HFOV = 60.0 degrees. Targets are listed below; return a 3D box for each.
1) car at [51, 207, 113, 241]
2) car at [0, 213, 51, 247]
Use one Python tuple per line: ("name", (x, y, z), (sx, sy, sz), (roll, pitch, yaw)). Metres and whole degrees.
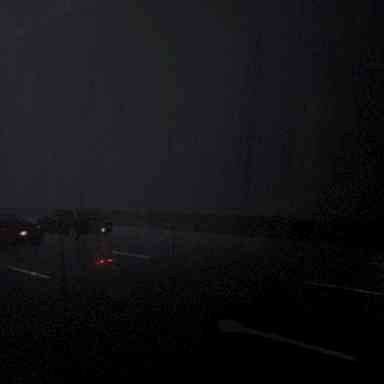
("car", (-6.098, 1.516, 16.894), (4.892, 1.490, 1.837), (0, 0, 36))
("car", (-8.153, 1.573, 14.061), (4.181, 1.385, 1.994), (0, 0, 36))
